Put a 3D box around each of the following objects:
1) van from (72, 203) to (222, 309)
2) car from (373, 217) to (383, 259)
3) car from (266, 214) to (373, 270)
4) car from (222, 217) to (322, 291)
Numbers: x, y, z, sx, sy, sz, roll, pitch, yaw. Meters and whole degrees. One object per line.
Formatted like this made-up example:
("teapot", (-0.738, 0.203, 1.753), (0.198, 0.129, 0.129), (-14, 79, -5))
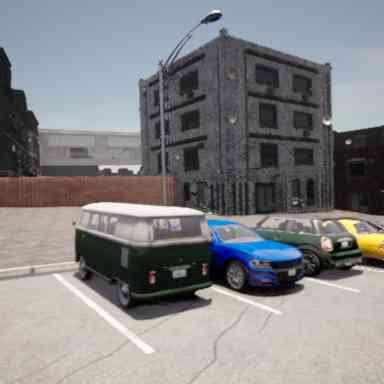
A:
("van", (-1.490, 1.285, 8.085), (1.878, 1.987, 4.442), (1, -1, -36))
("car", (5.370, 1.703, 13.064), (1.946, 1.575, 5.366), (2, -1, -35))
("car", (3.124, 1.504, 11.195), (2.185, 1.767, 4.553), (2, -1, -35))
("car", (0.830, 1.561, 9.603), (2.097, 1.535, 5.008), (1, -1, -36))
